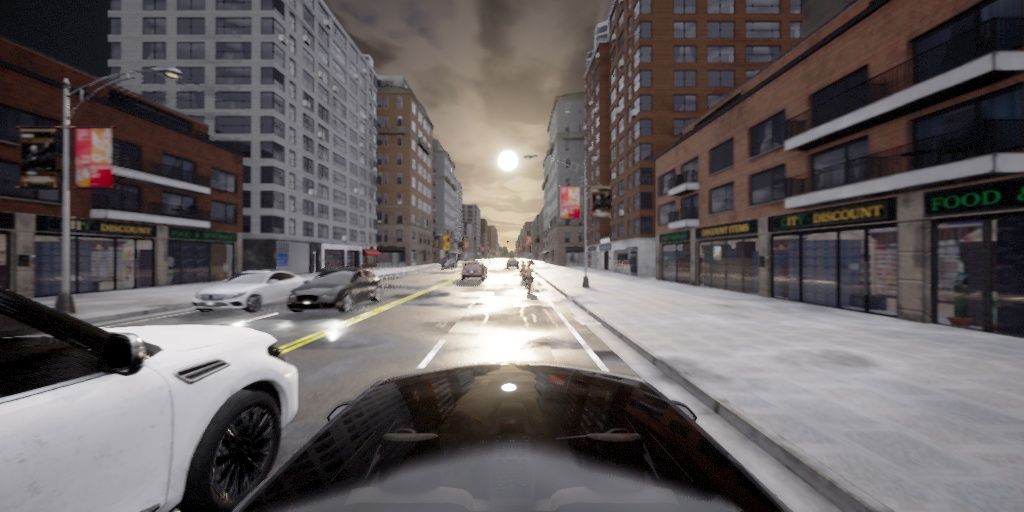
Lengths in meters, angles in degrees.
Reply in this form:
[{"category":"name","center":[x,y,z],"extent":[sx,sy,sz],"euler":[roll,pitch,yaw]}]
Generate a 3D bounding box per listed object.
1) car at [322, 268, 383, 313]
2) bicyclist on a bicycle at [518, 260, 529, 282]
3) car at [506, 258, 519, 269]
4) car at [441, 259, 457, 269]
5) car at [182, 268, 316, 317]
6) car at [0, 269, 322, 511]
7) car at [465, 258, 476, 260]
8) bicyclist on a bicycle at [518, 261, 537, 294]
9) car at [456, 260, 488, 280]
[{"category":"car","center":[-6.594,1.245,13.943],"extent":[1.837,1.490,4.892],"euler":[0,0,0]},{"category":"bicyclist on a bicycle","center":[0.886,1.167,28.448],"extent":[0.866,1.612,1.509],"euler":[0,0,0]},{"category":"car","center":[0.108,1.206,57.334],"extent":[2.128,1.511,4.902],"euler":[0,0,0]},{"category":"car","center":[-9.779,1.204,56.061],"extent":[2.128,1.511,4.902],"euler":[0,0,1]},{"category":"car","center":[-9.844,1.266,14.024],"extent":[1.812,1.442,4.674],"euler":[0,0,0]},{"category":"car","center":[-3.150,0.973,1.081],"extent":[2.150,2.045,5.566],"euler":[0,0,0]},{"category":"car","center":[-6.534,1.066,55.950],"extent":[2.097,1.767,4.553],"euler":[0,0,0]},{"category":"bicyclist on a bicycle","center":[0.911,1.174,19.032],"extent":[0.866,1.612,1.509],"euler":[0,0,0]},{"category":"car","center":[-3.138,1.276,30.536],"extent":[2.033,1.411,5.357],"euler":[0,0,0]}]
